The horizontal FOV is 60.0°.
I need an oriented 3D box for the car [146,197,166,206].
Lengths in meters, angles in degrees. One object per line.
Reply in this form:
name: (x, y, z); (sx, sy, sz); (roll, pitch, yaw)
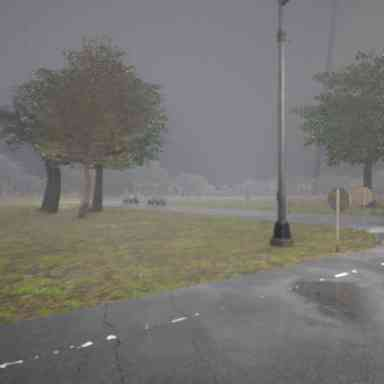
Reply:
car: (-6.039, 1.598, 55.721); (1.837, 1.490, 4.892); (1, -1, -33)

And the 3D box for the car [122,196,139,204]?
car: (-11.939, 1.601, 64.569); (1.837, 1.490, 4.892); (1, 0, -34)
